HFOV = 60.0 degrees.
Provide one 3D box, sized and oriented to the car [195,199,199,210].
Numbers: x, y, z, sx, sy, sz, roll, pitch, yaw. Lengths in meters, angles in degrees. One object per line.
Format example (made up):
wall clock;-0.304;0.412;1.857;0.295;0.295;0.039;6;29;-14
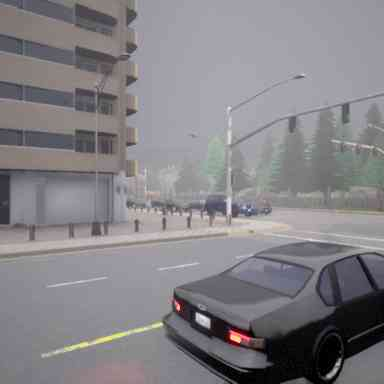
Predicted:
car;1.044;1.568;40.950;1.812;1.442;4.674;0;0;-36

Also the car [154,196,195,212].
car;-2.140;1.549;39.366;1.837;1.490;4.892;0;0;-36

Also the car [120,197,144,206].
car;-10.372;1.590;56.868;2.033;1.411;5.357;0;0;-35

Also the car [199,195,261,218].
car;3.453;1.266;31.597;2.150;2.045;5.566;0;0;-36

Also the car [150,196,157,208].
car;-4.198;1.395;48.225;2.097;1.767;4.553;0;0;-36

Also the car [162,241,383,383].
car;2.180;1.545;5.334;5.357;1.411;2.033;0;0;-35

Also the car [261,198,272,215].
car;6.075;1.606;33.947;1.994;1.385;4.181;0;0;-36

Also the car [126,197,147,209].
car;-8.218;1.550;47.820;1.837;1.490;4.892;0;0;-36
